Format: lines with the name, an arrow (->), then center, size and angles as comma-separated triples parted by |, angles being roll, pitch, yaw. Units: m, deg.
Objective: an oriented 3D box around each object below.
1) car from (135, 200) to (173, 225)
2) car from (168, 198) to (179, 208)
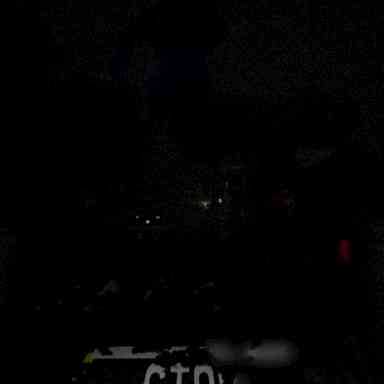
car -> -2.798, 1.541, 24.148 | 2.033, 1.411, 5.357 | 0, 0, 1
car -> -2.806, 1.548, 48.871 | 2.033, 1.411, 5.357 | 0, 0, 0
